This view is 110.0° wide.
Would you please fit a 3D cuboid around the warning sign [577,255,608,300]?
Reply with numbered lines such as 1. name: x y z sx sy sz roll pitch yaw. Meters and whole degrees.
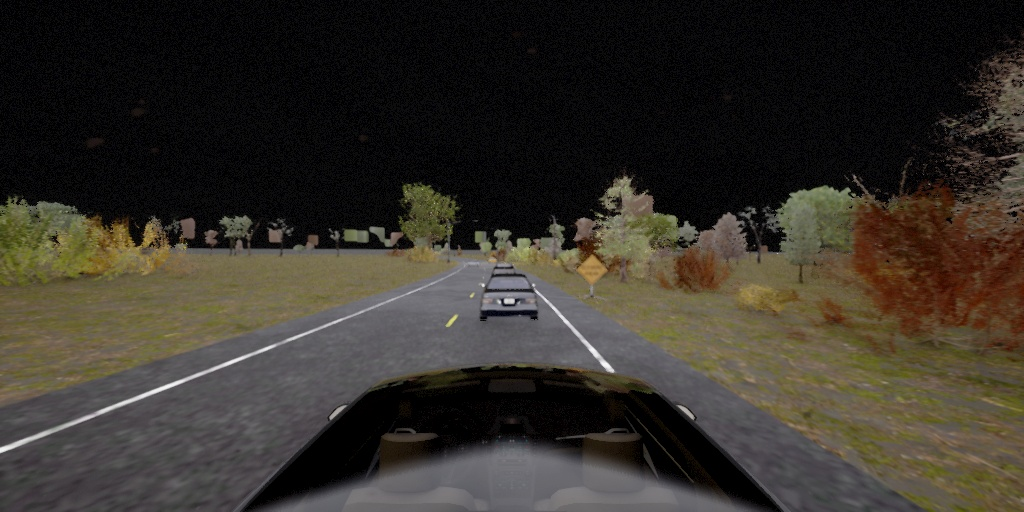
1. warning sign: 3.366 0.867 15.185 1.300 1.860 1.060 0 0 -1

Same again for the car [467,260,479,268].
1. car: -6.427 1.296 59.736 1.895 1.301 4.718 0 0 -5

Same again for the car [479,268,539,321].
1. car: -0.115 1.301 12.481 2.033 1.411 5.357 0 0 -1

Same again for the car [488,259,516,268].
1. car: -0.682 1.242 29.646 2.128 1.511 4.902 0 0 -2
